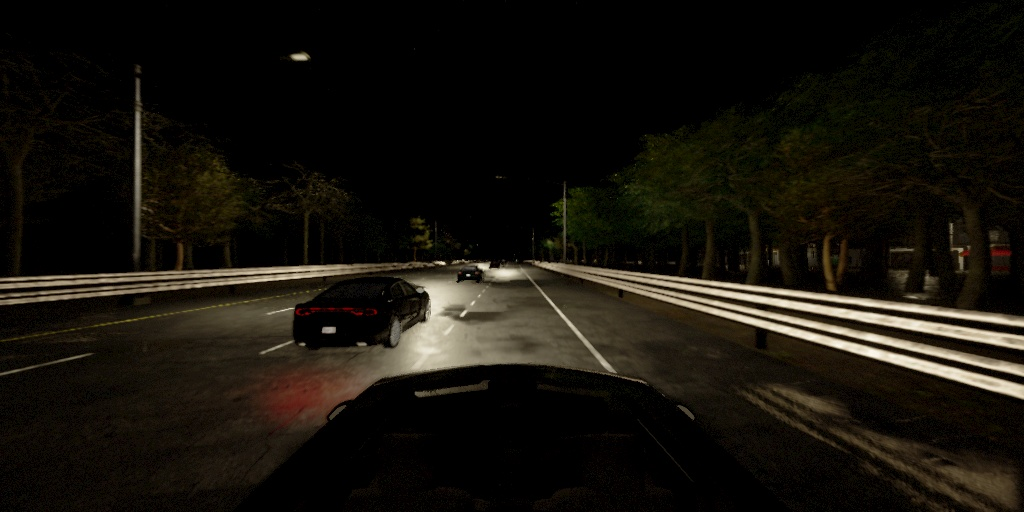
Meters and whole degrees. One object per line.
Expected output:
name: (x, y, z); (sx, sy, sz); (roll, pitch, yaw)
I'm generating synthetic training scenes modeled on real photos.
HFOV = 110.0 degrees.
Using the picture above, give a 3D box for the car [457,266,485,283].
car: (-3.455, 1.512, 30.456); (1.994, 1.385, 4.181); (0, 0, 0)

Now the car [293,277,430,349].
car: (-3.496, 1.280, 9.331); (1.882, 1.535, 5.008); (0, 0, 0)
